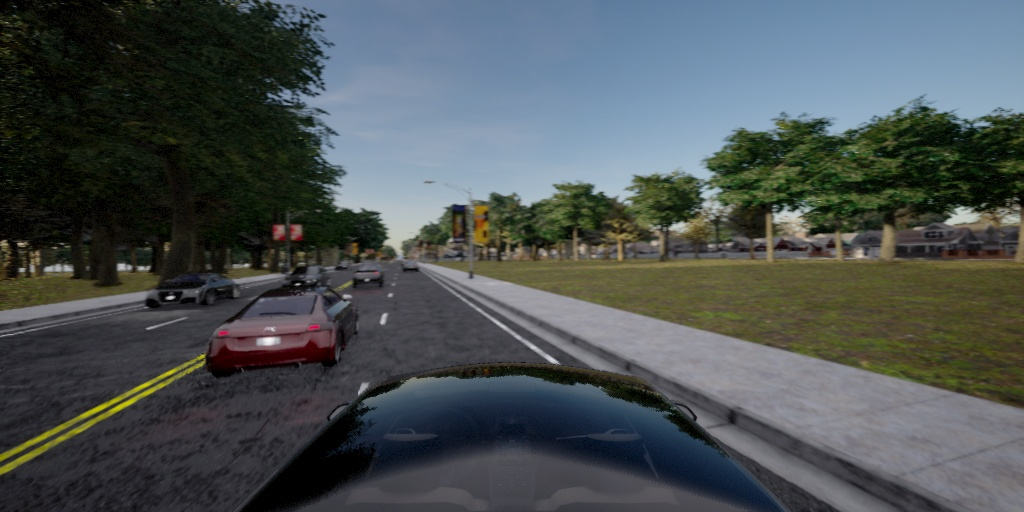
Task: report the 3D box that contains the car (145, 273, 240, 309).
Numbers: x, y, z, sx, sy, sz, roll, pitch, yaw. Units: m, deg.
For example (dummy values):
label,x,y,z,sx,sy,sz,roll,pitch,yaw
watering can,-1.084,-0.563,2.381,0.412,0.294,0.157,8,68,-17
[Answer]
label,x,y,z,sx,sy,sz,roll,pitch,yaw
car,-14.129,1.462,16.129,1.994,1.385,4.181,-1,0,-17

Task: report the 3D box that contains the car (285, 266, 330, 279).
label,x,y,z,sx,sy,sz,roll,pitch,yaw
car,-12.605,1.361,22.230,1.837,1.490,4.892,-1,0,-17

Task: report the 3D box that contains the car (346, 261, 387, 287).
label,x,y,z,sx,sy,sz,roll,pitch,yaw
car,-9.787,1.299,24.796,2.128,1.511,4.902,-1,0,-17

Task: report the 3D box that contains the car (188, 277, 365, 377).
label,x,y,z,sx,sy,sz,roll,pitch,yaw
car,-4.544,1.356,7.746,1.994,1.385,4.181,-1,0,-17

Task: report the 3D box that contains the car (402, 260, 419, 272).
label,x,y,z,sx,sy,sz,roll,pitch,yaw
car,-13.707,1.383,48.598,1.994,1.385,4.181,-1,0,-17

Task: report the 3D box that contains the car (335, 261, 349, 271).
label,x,y,z,sx,sy,sz,roll,pitch,yaw
car,-26.392,1.509,56.238,1.837,1.490,4.892,-1,0,-17
